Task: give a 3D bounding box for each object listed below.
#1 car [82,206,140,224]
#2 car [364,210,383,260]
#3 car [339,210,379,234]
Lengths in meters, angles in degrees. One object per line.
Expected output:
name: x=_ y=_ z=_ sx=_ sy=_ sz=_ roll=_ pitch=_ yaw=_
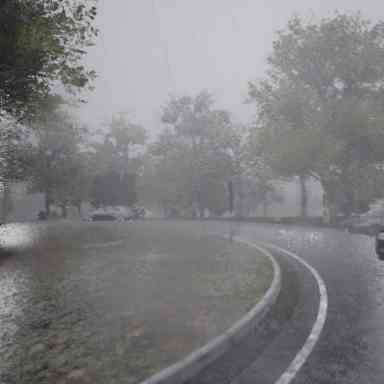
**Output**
car: x=-6.818 y=1.890 z=27.921 sx=4.902 sy=1.511 sz=2.128 roll=-1 pitch=-1 yaw=13
car: x=8.009 y=1.549 z=12.081 sx=2.128 sy=1.511 sz=4.902 roll=-2 pitch=-1 yaw=37
car: x=10.874 y=1.641 z=17.988 sx=5.357 sy=1.411 sz=2.033 roll=-1 pitch=-1 yaw=-5
